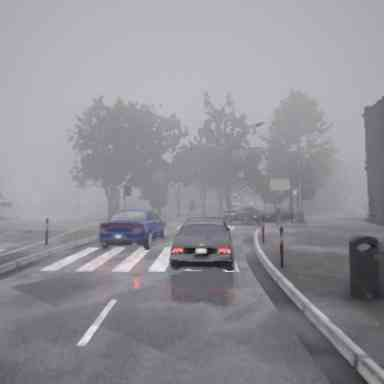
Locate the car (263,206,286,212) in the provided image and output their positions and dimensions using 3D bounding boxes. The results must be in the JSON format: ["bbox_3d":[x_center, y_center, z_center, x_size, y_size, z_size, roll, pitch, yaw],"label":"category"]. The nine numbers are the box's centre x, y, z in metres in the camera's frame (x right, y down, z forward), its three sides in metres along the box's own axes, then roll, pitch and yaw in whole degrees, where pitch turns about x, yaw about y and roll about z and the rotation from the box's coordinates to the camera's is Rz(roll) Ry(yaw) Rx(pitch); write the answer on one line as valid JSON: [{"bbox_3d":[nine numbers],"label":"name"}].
[{"bbox_3d":[19.034,3.864,76.947,4.718,1.301,1.895,-3,-6,41],"label":"car"}]

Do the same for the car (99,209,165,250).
[{"bbox_3d":[-2.383,1.487,14.535,1.882,1.535,5.008,-1,-1,7],"label":"car"}]

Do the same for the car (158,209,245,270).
[{"bbox_3d":[0.425,1.532,10.954,2.033,1.411,5.357,0,0,4],"label":"car"}]

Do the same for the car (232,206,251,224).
[{"bbox_3d":[4.843,2.015,29.029,4.892,1.490,1.837,2,-6,-41],"label":"car"}]

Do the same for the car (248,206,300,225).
[{"bbox_3d":[6.983,1.890,26.760,4.718,1.301,1.895,0,-5,-42],"label":"car"}]
